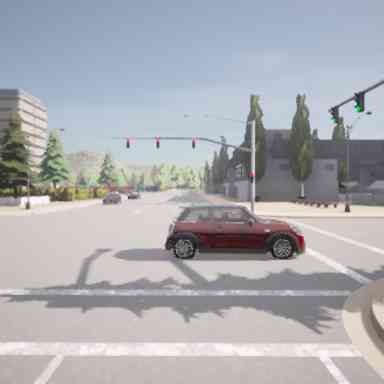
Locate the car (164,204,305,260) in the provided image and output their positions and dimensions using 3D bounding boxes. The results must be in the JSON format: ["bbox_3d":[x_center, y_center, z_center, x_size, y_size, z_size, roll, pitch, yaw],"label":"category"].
[{"bbox_3d":[1.386,1.204,11.218,4.553,1.767,2.097,0,1,0],"label":"car"}]

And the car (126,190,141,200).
[{"bbox_3d":[-10.600,0.822,60.965,1.895,1.301,4.718,0,1,1],"label":"car"}]

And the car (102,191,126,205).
[{"bbox_3d":[-10.633,0.935,44.577,1.837,1.490,4.892,0,0,0],"label":"car"}]
